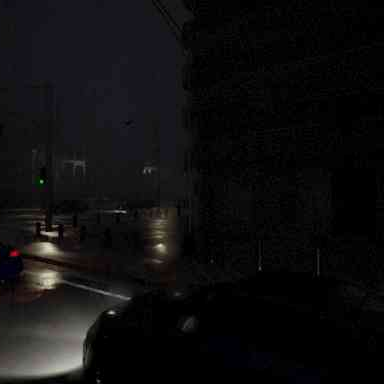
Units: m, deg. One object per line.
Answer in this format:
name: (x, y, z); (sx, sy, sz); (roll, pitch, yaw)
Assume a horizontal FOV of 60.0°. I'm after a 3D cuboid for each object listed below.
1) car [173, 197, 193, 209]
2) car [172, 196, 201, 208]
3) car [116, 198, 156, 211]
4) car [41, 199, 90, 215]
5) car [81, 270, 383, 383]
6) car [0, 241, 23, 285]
car: (-0.094, 1.508, 44.019); (1.994, 1.385, 4.181); (0, 0, 36)
car: (-0.751, 1.449, 49.406); (1.837, 1.490, 4.892); (0, 0, 36)
car: (-6.808, 1.492, 41.050); (2.033, 1.411, 5.357); (0, 0, 36)
car: (-12.539, 1.449, 33.120); (1.837, 1.490, 4.892); (0, 0, 36)
car: (0.767, 1.564, 3.445); (4.181, 1.385, 1.994); (0, 0, 36)
car: (-6.084, 1.564, 8.315); (4.181, 1.385, 1.994); (0, 0, 36)
